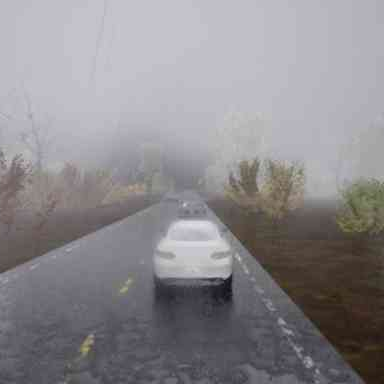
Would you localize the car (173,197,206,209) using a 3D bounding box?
[{"bbox_3d":[0.031,1.280,23.460,2.033,1.411,5.357,0,1,1],"label":"car"}]

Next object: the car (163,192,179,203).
[{"bbox_3d":[-3.088,0.767,49.904,2.097,1.767,4.553,0,1,0],"label":"car"}]

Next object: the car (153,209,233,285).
[{"bbox_3d":[0.043,1.423,9.079,1.812,1.442,4.674,0,1,1],"label":"car"}]
